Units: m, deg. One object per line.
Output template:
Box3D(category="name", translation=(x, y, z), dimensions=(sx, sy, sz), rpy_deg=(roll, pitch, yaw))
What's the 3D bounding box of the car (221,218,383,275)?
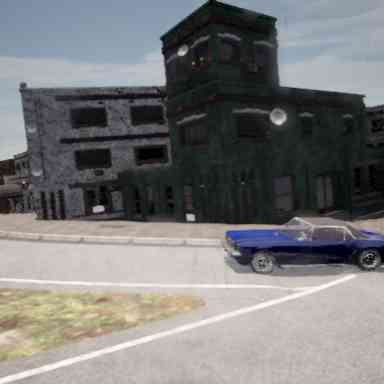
Box3D(category="car", translation=(3.265, 1.437, 9.508), dimensions=(4.718, 1.301, 1.895), rpy_deg=(0, 4, -6))
